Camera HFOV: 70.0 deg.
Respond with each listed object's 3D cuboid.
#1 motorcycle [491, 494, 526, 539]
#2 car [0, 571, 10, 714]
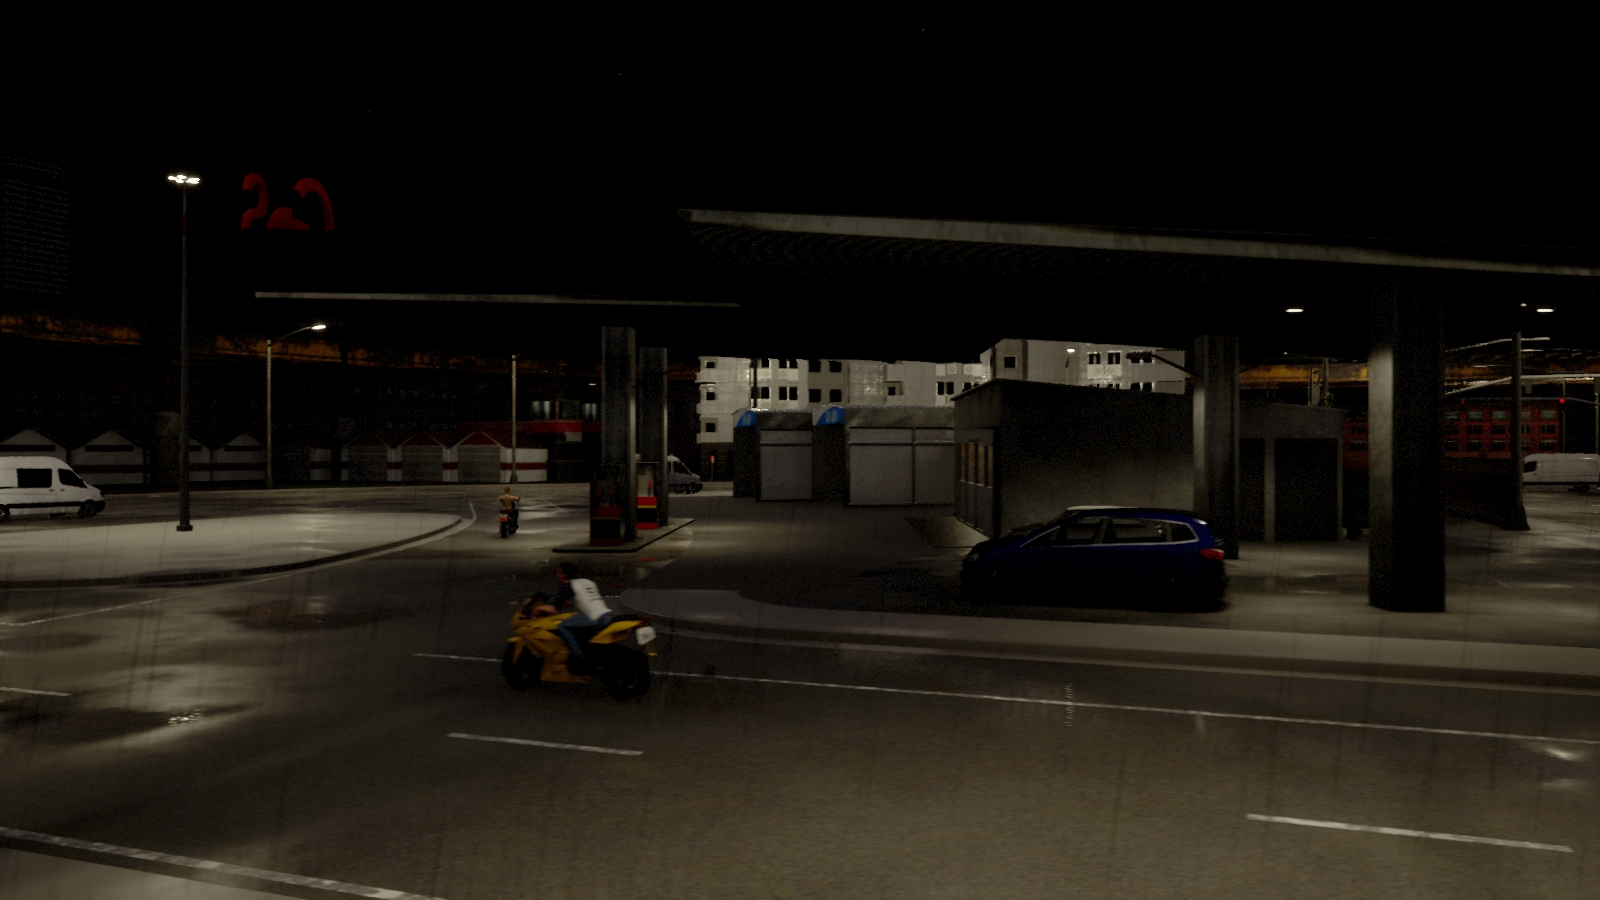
[{"bbox_3d":[-9.497,2.138,37.304,0.764,1.332,2.356,0,0,-6],"label":"motorcycle"},{"bbox_3d":[-10.423,2.036,11.898,3.633,1.501,1.845,0,0,20],"label":"car"}]
